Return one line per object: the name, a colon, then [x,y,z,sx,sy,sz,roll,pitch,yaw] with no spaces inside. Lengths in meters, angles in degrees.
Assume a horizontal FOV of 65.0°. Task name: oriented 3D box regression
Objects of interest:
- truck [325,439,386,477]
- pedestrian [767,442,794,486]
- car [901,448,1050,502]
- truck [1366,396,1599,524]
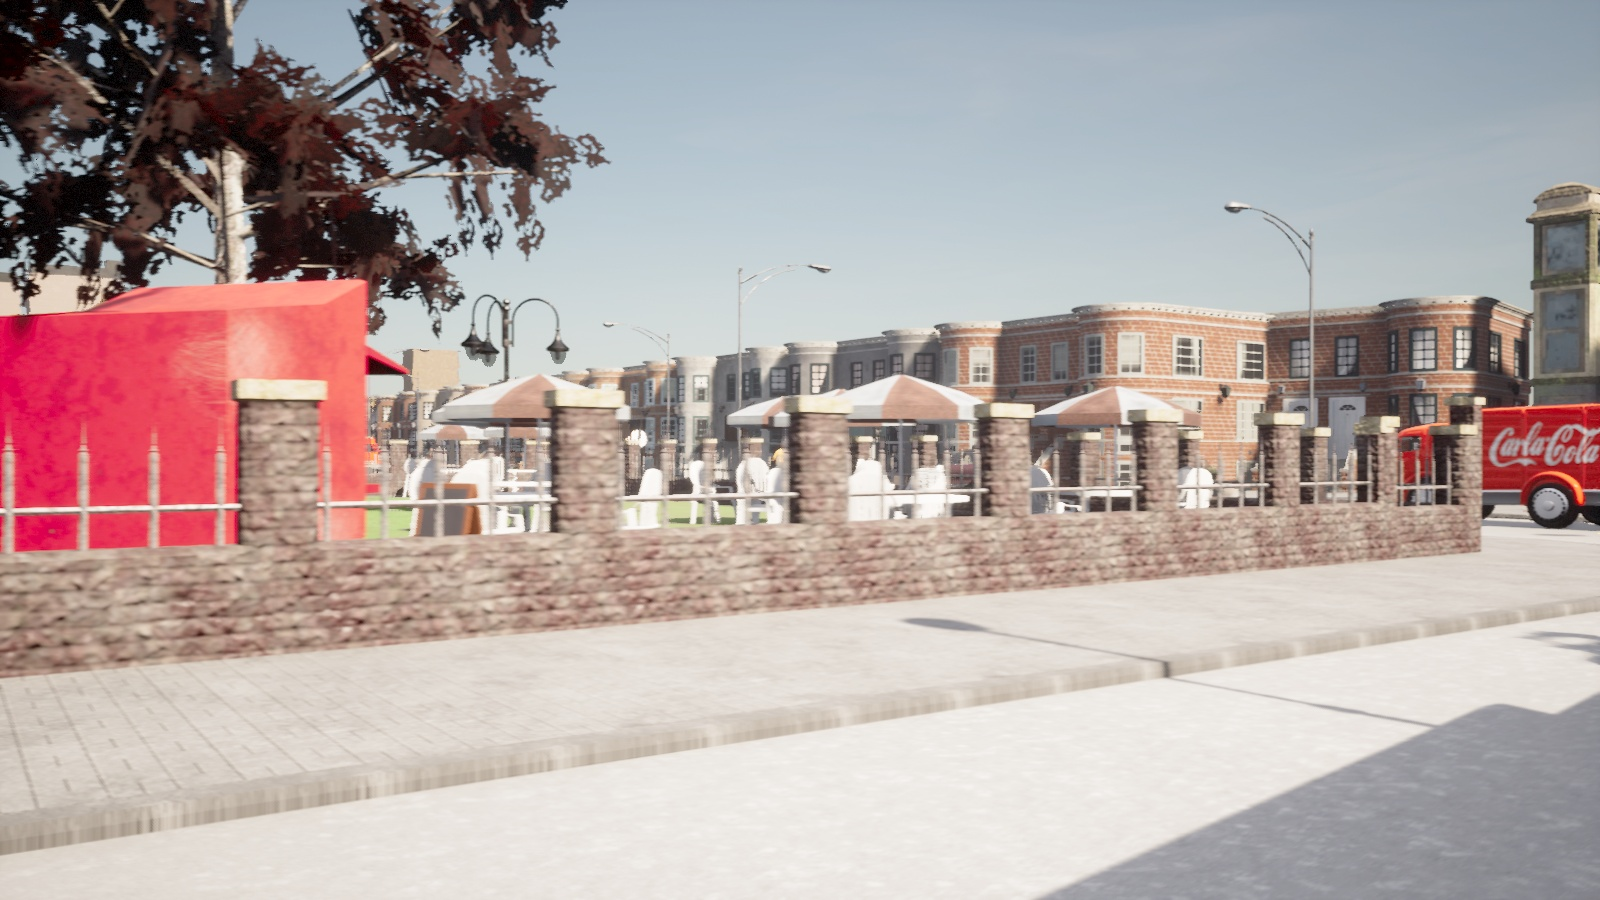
truck: [-30.230,0.531,85.371,2.627,2.467,5.204,0,0,-35]
pedestrian: [-0.852,0.589,54.199,0.874,1.855,0.900,0,0,-27]
car: [5.617,0.763,40.718,2.033,1.649,4.856,0,0,-35]
truck: [15.310,0.267,26.800,2.627,2.467,5.204,0,-2,-34]
